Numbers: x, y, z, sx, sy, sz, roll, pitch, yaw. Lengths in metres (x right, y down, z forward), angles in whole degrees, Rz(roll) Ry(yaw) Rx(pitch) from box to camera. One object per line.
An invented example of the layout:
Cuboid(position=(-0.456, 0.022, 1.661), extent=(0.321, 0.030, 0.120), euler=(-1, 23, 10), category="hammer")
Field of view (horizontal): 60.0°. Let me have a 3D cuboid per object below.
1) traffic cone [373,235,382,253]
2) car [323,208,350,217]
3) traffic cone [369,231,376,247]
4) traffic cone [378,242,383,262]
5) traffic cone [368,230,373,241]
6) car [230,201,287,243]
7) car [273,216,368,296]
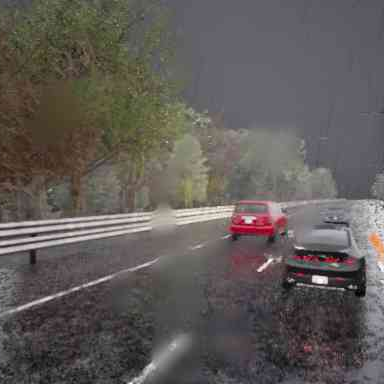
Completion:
Cuboid(position=(7.738, 2.210, 13.664), extent=(0.340, 0.580, 0.340), euler=(0, -1, 24), category="traffic cone")
Cuboid(position=(11.455, 1.989, 26.450), extent=(2.033, 1.411, 5.357), euler=(0, -1, 24), category="car")
Cuboid(position=(8.554, 2.240, 15.490), extent=(0.340, 0.580, 0.340), euler=(0, -1, 24), category="traffic cone")
Cuboid(position=(6.923, 2.179, 11.838), extent=(0.340, 0.580, 0.340), euler=(0, -1, 24), category="traffic cone")
Cuboid(position=(9.369, 2.270, 17.316), extent=(0.340, 0.580, 0.340), euler=(0, -1, 24), category="traffic cone")
Cuboid(position=(3.698, 1.476, 17.847), extent=(2.150, 2.045, 5.566), euler=(0, -1, 24), category="car")
Cuboid(position=(3.714, 1.660, 9.311), extent=(1.837, 1.490, 4.892), euler=(0, -1, 24), category="car")
